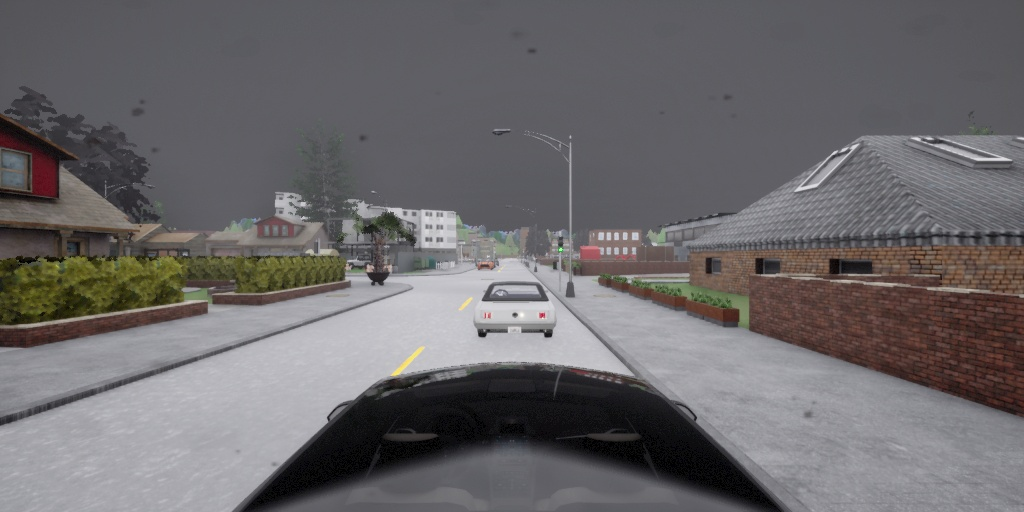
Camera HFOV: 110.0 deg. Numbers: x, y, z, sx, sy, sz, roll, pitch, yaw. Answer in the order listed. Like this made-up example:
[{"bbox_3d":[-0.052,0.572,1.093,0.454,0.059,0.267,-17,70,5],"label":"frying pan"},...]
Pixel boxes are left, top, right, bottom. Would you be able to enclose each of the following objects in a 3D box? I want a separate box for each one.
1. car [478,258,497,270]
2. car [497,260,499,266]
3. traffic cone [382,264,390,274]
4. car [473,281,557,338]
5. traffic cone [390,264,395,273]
[{"bbox_3d":[-3.792,1.102,52.281,2.097,1.767,4.553,0,0,0],"label":"car"},{"bbox_3d":[-3.715,1.255,61.662,1.837,1.490,4.892,0,0,1],"label":"car"},{"bbox_3d":[-15.498,1.561,44.133,0.344,0.586,0.344,0,0,0],"label":"traffic cone"},{"bbox_3d":[0.102,1.351,10.174,1.895,1.301,4.718,0,0,1],"label":"car"},{"bbox_3d":[-15.133,1.558,44.700,0.344,0.586,0.344,0,0,0],"label":"traffic cone"}]
